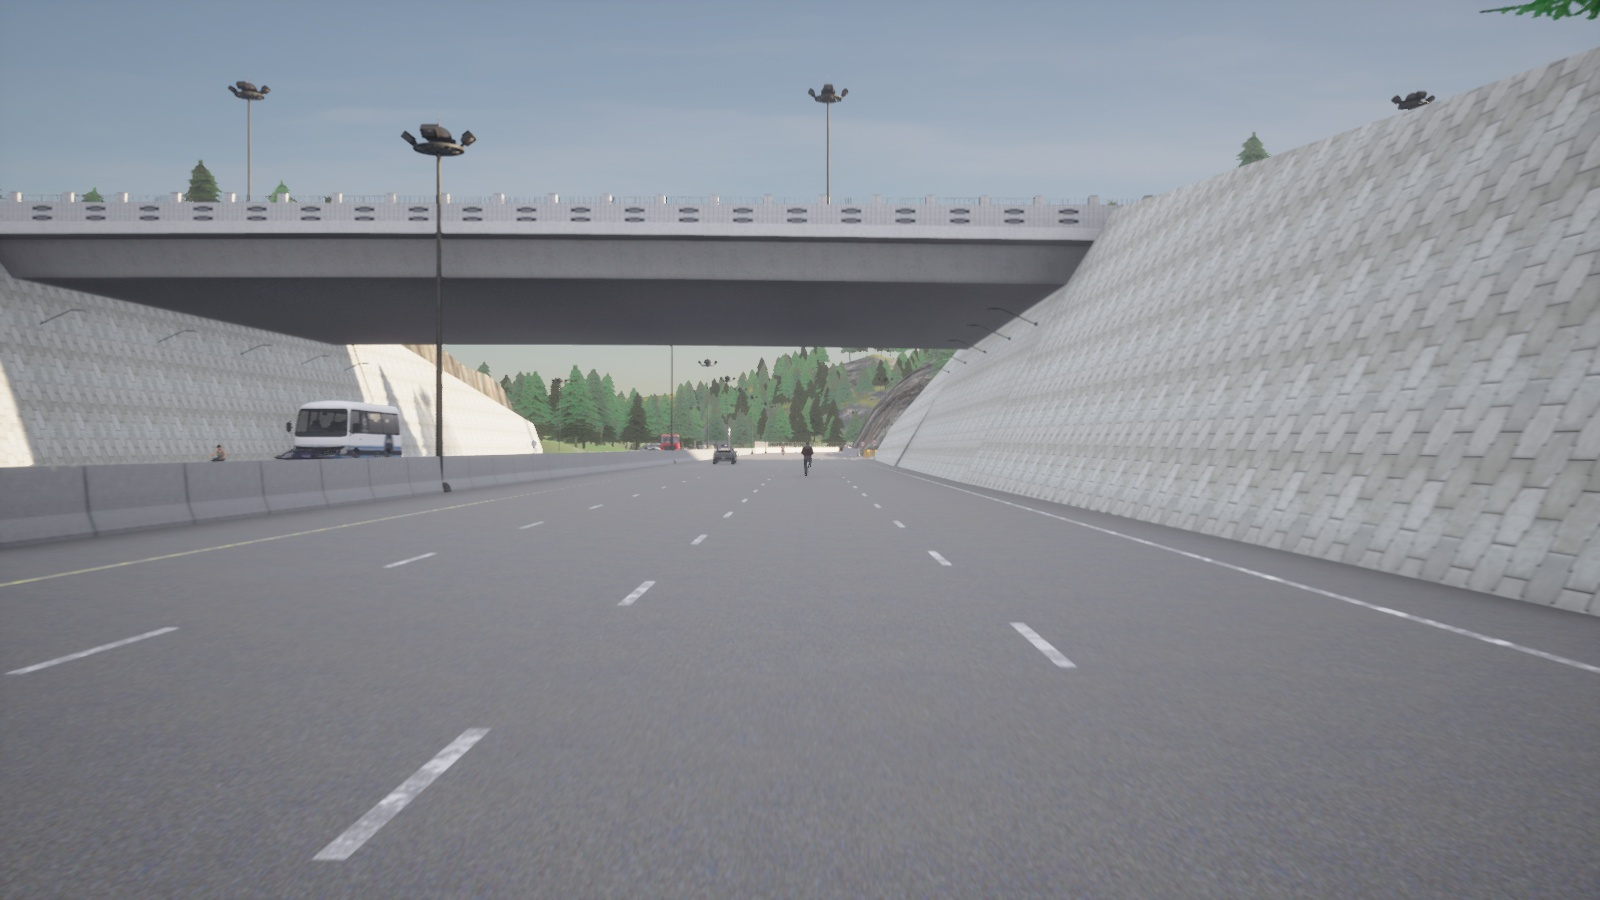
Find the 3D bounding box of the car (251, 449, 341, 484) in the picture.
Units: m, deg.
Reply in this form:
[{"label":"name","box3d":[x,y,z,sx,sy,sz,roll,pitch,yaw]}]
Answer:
[{"label":"car","box3d":[-20.688,0.653,51.725,1.994,1.385,4.181,0,0,0]}]

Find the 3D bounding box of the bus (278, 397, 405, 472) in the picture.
[{"label":"bus","box3d":[-27.550,-0.859,76.178,3.944,4.253,10.273,0,0,0]}]
